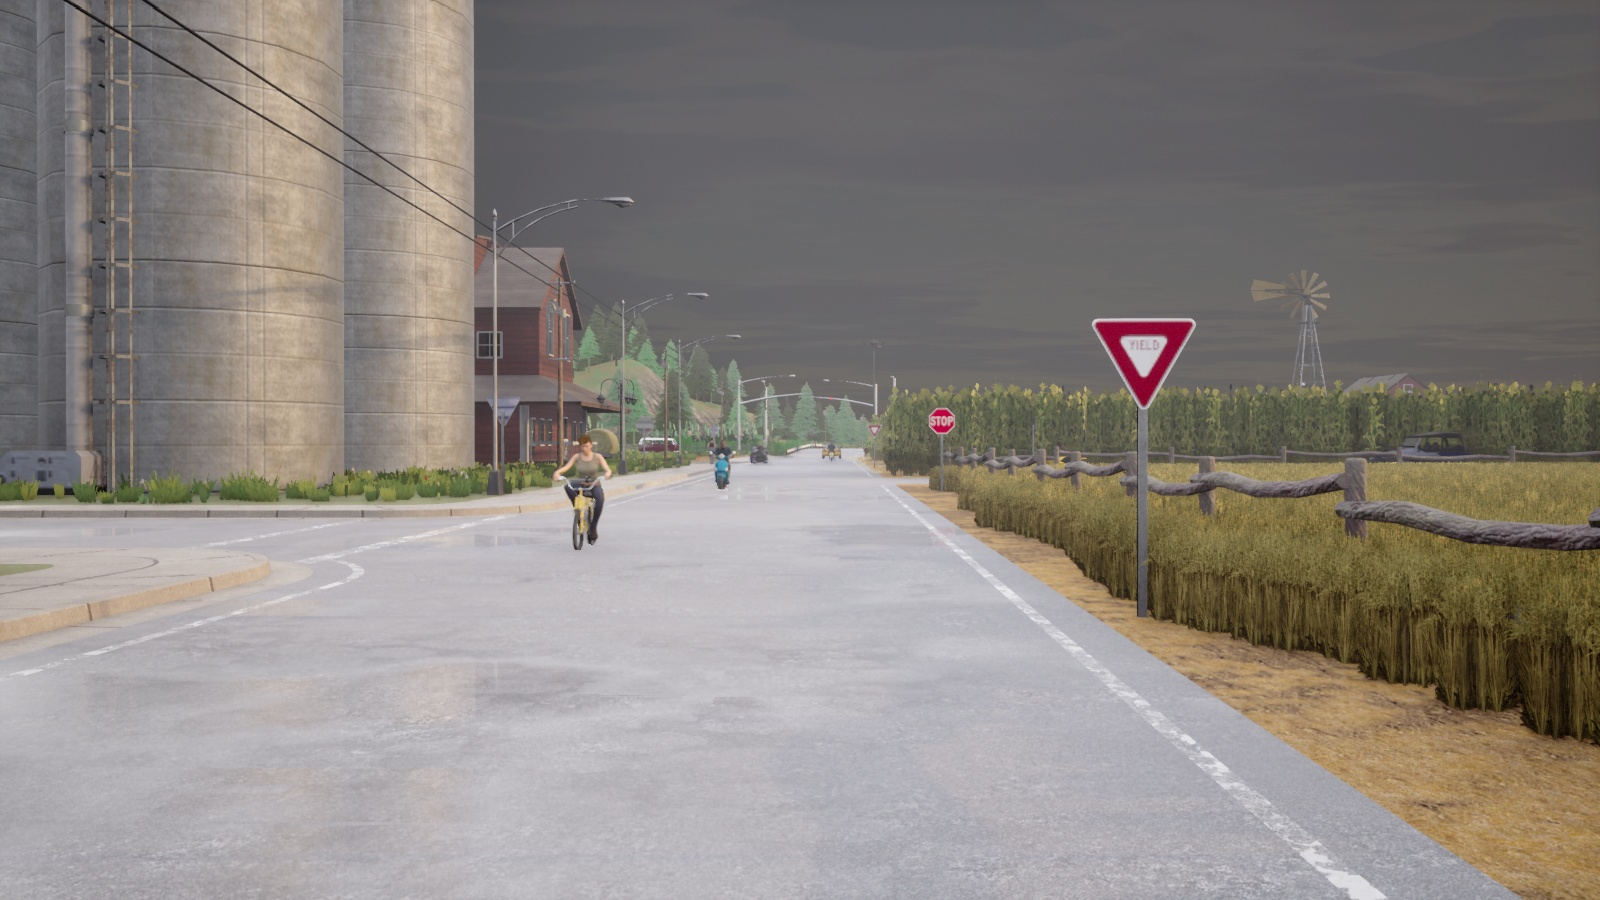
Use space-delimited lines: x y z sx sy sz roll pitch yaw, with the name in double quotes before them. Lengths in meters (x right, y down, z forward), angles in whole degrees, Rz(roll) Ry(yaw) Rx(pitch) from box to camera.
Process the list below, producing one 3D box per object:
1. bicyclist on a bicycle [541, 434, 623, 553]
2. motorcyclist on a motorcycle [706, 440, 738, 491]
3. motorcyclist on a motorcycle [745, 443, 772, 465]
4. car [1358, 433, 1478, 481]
"bicyclist on a bicycle" -3.049 0.581 17.704 0.866 1.612 1.509 0 0 2
"motorcyclist on a motorcycle" -2.486 0.470 40.290 0.866 1.590 1.817 0 0 1
"motorcyclist on a motorcycle" -2.905 0.278 88.164 0.866 1.530 2.191 -1 -1 31
"car" 24.702 0.266 50.299 3.866 1.878 1.905 0 0 2
